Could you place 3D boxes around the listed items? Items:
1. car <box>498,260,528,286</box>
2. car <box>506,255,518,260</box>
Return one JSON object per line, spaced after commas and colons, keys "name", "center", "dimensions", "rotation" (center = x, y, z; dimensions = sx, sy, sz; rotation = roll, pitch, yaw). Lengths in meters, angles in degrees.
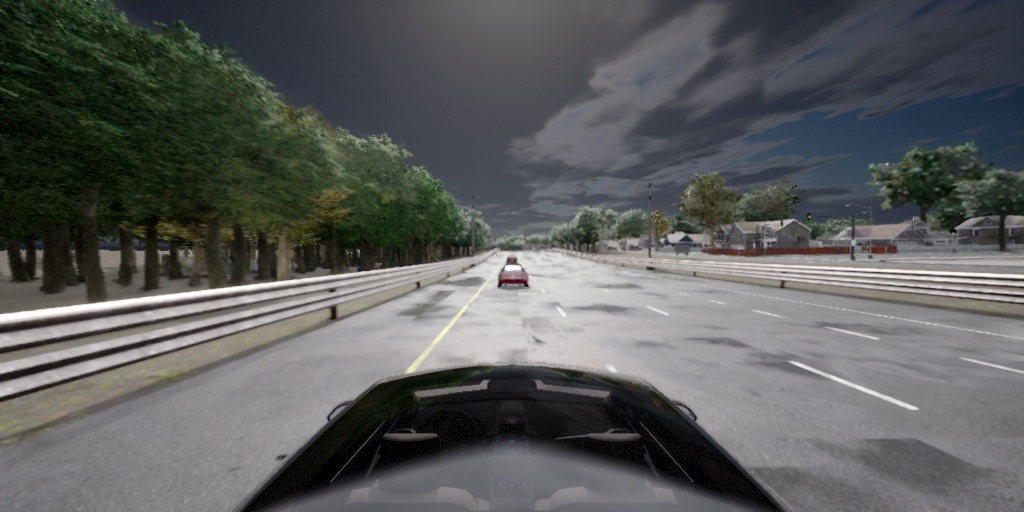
{"name": "car", "center": [0.066, 1.208, 24.060], "dimensions": [1.994, 1.385, 4.181], "rotation": [0, 1, 0]}
{"name": "car", "center": [0.003, 0.561, 61.489], "dimensions": [1.882, 1.535, 5.008], "rotation": [0, 1, 0]}
